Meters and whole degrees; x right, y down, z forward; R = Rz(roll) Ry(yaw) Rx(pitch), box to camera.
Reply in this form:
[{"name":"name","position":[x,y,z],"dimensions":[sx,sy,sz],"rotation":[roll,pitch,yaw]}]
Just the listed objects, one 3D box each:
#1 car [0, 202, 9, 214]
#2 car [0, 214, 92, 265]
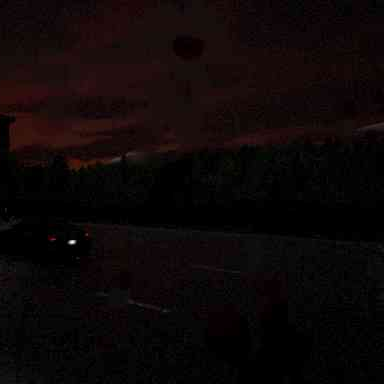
[{"name":"car","position":[-18.426,1.662,29.840],"dimensions":[4.553,1.767,2.097],"rotation":[-1,0,35]},{"name":"car","position":[-5.627,1.668,12.245],"dimensions":[4.181,1.385,1.994],"rotation":[-1,0,35]}]
